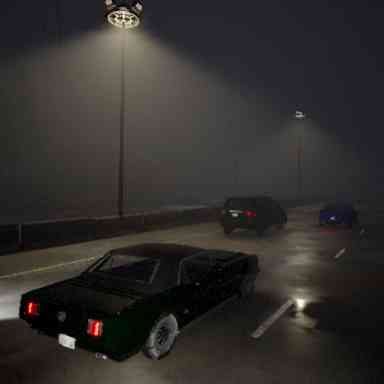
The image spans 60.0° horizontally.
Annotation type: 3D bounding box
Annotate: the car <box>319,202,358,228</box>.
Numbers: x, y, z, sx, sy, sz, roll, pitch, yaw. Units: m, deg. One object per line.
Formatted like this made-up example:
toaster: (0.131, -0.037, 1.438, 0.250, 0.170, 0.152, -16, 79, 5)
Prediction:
car: (9.812, 1.430, 22.116, 1.882, 1.535, 5.008, 0, 0, 33)

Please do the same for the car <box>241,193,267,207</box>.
car: (8.802, 1.110, 46.764, 2.097, 1.767, 4.553, 0, 1, 33)

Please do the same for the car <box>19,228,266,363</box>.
car: (-0.399, 1.612, 6.105, 1.895, 1.301, 4.718, 0, 0, 33)

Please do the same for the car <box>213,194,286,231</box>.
car: (3.595, 1.213, 18.878, 2.150, 2.045, 5.566, 0, 0, 33)

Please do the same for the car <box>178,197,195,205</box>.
car: (-0.280, 1.379, 52.056, 1.895, 1.301, 4.718, 0, 1, 33)

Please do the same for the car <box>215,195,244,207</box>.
car: (5.522, 1.266, 48.140, 2.128, 1.511, 4.902, 0, 1, 33)

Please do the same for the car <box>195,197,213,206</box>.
car: (2.949, 1.367, 50.599, 1.895, 1.301, 4.718, 0, 1, 33)
